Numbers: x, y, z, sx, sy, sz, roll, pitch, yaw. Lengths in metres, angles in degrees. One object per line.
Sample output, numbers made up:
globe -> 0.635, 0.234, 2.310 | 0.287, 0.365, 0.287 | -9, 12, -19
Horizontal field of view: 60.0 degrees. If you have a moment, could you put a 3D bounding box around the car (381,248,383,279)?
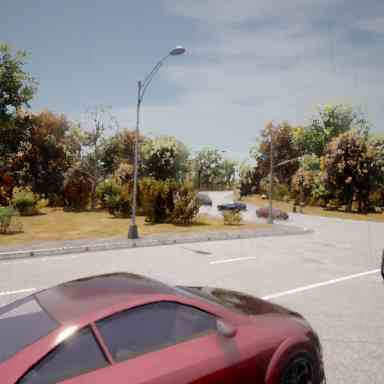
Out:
car -> 7.017, 1.488, 8.798 | 4.553, 1.767, 2.097 | 2, -1, -35

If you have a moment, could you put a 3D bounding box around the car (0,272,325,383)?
car -> -0.542, 1.568, 3.353 | 4.181, 1.385, 1.994 | 0, 0, -36

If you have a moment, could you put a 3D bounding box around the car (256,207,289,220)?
car -> 9.031, 2.356, 37.634 | 1.994, 1.385, 4.181 | 3, -1, -22

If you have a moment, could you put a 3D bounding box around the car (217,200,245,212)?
car -> 5.261, 2.230, 47.701 | 1.895, 1.301, 4.718 | 3, 1, -17

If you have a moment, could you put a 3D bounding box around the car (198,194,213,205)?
car -> 2.121, 1.427, 59.735 | 2.150, 2.045, 5.566 | 2, 3, -12
